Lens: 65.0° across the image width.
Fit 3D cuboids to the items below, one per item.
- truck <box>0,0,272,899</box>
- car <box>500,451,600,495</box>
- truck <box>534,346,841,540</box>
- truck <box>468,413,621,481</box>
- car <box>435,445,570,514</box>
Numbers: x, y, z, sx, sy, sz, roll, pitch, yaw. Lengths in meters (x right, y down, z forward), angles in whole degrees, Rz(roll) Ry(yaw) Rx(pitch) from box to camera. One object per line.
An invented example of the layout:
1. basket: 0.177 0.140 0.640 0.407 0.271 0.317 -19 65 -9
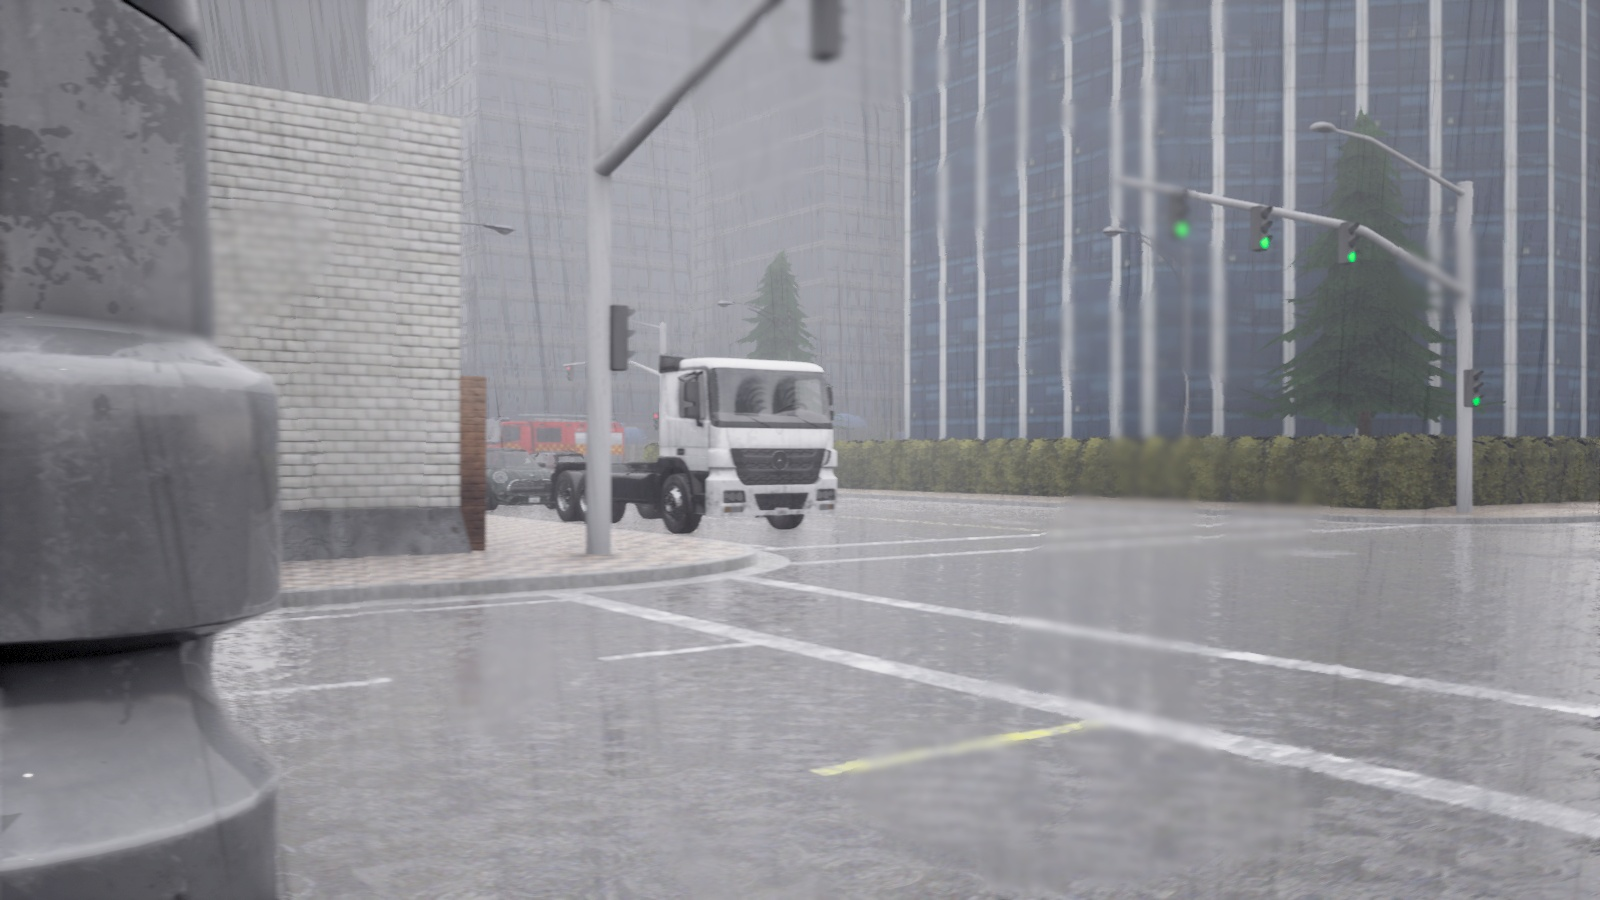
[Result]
1. truck: -4.702 -0.225 0.389 7.936 3.462 2.891 0 0 -35
2. car: -9.805 0.863 48.978 2.033 1.649 4.856 0 0 -35
3. truck: -2.672 -0.116 26.562 2.891 3.462 7.936 0 0 -35
4. truck: -15.073 -0.162 74.581 8.468 3.827 2.891 0 0 -37
5. car: -8.259 0.756 34.553 2.097 1.767 4.553 0 0 -35
